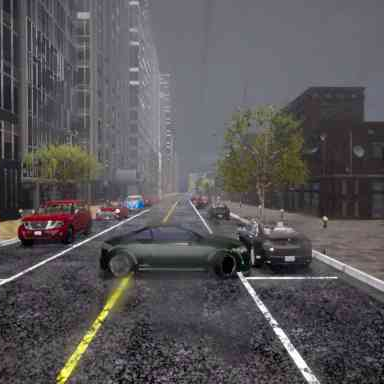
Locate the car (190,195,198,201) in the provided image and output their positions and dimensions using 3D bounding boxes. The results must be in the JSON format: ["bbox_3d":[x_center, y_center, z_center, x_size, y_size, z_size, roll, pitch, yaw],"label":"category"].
[{"bbox_3d":[0.486,1.551,88.547,1.802,1.307,4.206,-1,0,-1],"label":"car"}]

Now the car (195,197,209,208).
[{"bbox_3d":[1.456,1.509,49.988,1.752,1.417,4.829,-1,0,-1],"label":"car"}]

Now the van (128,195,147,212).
[{"bbox_3d":[-6.643,1.329,38.551,1.690,1.788,3.998,-1,0,-1],"label":"van"}]

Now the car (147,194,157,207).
[{"bbox_3d":[-6.921,1.298,49.617,2.192,1.841,5.009,-1,0,-1],"label":"car"}]

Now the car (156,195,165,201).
[{"bbox_3d":[-7.749,1.496,82.645,1.752,1.417,4.829,-1,0,-1],"label":"car"}]

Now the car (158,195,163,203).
[{"bbox_3d":[-7.335,1.522,66.216,1.887,1.381,4.507,-1,0,-1],"label":"car"}]

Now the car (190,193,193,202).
[{"bbox_3d":[0.900,1.290,71.949,2.192,1.841,5.009,-1,0,-1],"label":"car"}]

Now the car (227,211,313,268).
[{"bbox_3d":[2.564,1.548,11.092,2.008,1.369,4.403,-1,0,-1],"label":"car"}]

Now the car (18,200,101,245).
[{"bbox_3d":[-6.170,1.310,15.689,2.192,1.841,5.009,-1,0,-1],"label":"car"}]

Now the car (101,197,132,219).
[{"bbox_3d":[-6.356,1.432,26.757,1.967,1.590,4.097,-1,0,-1],"label":"car"}]

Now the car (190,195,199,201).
[{"bbox_3d":[0.625,1.537,83.014,1.947,1.339,4.313,-1,0,-1],"label":"car"}]

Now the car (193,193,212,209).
[{"bbox_3d":[1.596,1.301,44.285,2.192,1.841,5.009,-1,0,-1],"label":"car"}]

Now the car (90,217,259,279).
[{"bbox_3d":[-0.455,1.557,9.491,4.181,1.385,1.994,0,0,-1],"label":"car"}]

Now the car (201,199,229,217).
[{"bbox_3d":[2.047,1.543,26.952,2.008,1.369,4.403,-1,0,-1],"label":"car"}]
